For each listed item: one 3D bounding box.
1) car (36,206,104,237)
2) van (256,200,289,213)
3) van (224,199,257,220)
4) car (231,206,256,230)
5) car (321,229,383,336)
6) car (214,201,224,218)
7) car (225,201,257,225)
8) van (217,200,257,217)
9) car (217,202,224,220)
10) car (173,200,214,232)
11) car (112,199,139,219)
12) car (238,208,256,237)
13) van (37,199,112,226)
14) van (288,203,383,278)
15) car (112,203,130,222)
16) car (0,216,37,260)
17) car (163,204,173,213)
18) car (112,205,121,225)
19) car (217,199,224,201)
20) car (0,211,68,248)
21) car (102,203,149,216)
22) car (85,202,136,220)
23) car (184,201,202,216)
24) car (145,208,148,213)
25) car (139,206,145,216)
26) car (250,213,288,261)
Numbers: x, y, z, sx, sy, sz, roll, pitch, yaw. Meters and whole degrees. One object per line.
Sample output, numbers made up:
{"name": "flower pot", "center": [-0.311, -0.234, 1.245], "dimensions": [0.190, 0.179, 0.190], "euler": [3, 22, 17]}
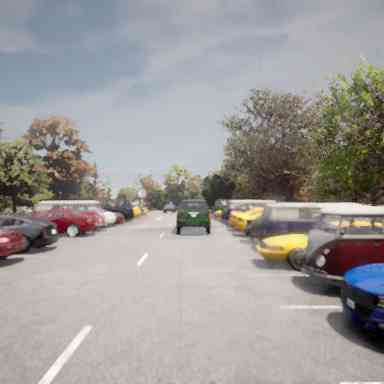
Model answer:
{"name": "car", "center": [-8.042, 1.756, 19.369], "dimensions": [5.008, 1.535, 2.097], "euler": [0, -1, 0]}
{"name": "van", "center": [5.152, 1.432, 13.651], "dimensions": [4.442, 1.987, 1.878], "euler": [0, -1, 0]}
{"name": "van", "center": [5.147, 1.671, 27.500], "dimensions": [4.442, 1.987, 1.878], "euler": [0, -1, 0]}
{"name": "car", "center": [5.028, 1.753, 19.187], "dimensions": [5.008, 1.535, 2.097], "euler": [0, -1, 0]}
{"name": "car", "center": [5.043, 1.513, 5.339], "dimensions": [5.008, 1.535, 2.097], "euler": [0, -1, 0]}
{"name": "car", "center": [4.843, 1.992, 33.034], "dimensions": [5.366, 1.575, 1.946], "euler": [0, -1, 0]}
{"name": "car", "center": [4.999, 1.724, 24.729], "dimensions": [4.553, 1.767, 2.185], "euler": [0, -1, 0]}
{"name": "van", "center": [5.144, 1.890, 38.698], "dimensions": [4.442, 1.987, 1.878], "euler": [0, -1, 0]}
{"name": "car", "center": [5.023, 1.946, 30.267], "dimensions": [4.892, 1.521, 2.231], "euler": [0, -1, 0]}
{"name": "car", "center": [0.093, 1.553, 22.542], "dimensions": [2.150, 2.045, 5.566], "euler": [0, -1, 0]}
{"name": "car", "center": [-8.079, 1.697, 30.476], "dimensions": [5.566, 2.045, 2.435], "euler": [0, -1, 0]}
{"name": "car", "center": [5.028, 1.707, 16.417], "dimensions": [4.892, 1.521, 2.231], "euler": [0, -1, 0]}
{"name": "van", "center": [-7.931, 1.579, 22.149], "dimensions": [4.442, 1.987, 1.878], "euler": [0, -1, 0]}
{"name": "van", "center": [4.920, 1.336, 8.112], "dimensions": [4.442, 1.987, 1.878], "euler": [0, -1, 0]}
{"name": "car", "center": [-8.020, 1.930, 27.695], "dimensions": [4.792, 1.488, 2.163], "euler": [0, -1, 0]}
{"name": "car", "center": [-8.042, 1.652, 11.041], "dimensions": [4.674, 1.452, 2.002], "euler": [0, -1, 0]}
{"name": "car", "center": [-3.527, 2.627, 52.600], "dimensions": [2.033, 1.411, 5.357], "euler": [0, -2, 0]}
{"name": "car", "center": [-8.046, 1.893, 24.920], "dimensions": [4.674, 1.452, 2.002], "euler": [0, -1, 0]}
{"name": "car", "center": [5.055, 1.798, 35.807], "dimensions": [5.566, 2.045, 2.435], "euler": [0, -1, 0]}
{"name": "car", "center": [-8.075, 1.690, 13.818], "dimensions": [4.792, 1.488, 2.163], "euler": [0, -1, 0]}
{"name": "car", "center": [-8.240, 2.187, 41.559], "dimensions": [5.366, 1.575, 1.946], "euler": [0, -1, 0]}
{"name": "car", "center": [-8.021, 1.874, 33.246], "dimensions": [4.553, 1.767, 2.185], "euler": [0, -1, 0]}
{"name": "car", "center": [0.085, 2.073, 41.968], "dimensions": [2.097, 1.767, 4.553], "euler": [0, -2, 0]}
{"name": "car", "center": [-8.048, 2.119, 38.791], "dimensions": [4.892, 1.521, 2.231], "euler": [0, -1, 0]}
{"name": "car", "center": [-8.046, 2.055, 36.020], "dimensions": [5.008, 1.535, 2.097], "euler": [0, -1, 0]}
{"name": "car", "center": [4.851, 1.607, 10.876], "dimensions": [5.366, 1.575, 1.946], "euler": [0, -1, 0]}
